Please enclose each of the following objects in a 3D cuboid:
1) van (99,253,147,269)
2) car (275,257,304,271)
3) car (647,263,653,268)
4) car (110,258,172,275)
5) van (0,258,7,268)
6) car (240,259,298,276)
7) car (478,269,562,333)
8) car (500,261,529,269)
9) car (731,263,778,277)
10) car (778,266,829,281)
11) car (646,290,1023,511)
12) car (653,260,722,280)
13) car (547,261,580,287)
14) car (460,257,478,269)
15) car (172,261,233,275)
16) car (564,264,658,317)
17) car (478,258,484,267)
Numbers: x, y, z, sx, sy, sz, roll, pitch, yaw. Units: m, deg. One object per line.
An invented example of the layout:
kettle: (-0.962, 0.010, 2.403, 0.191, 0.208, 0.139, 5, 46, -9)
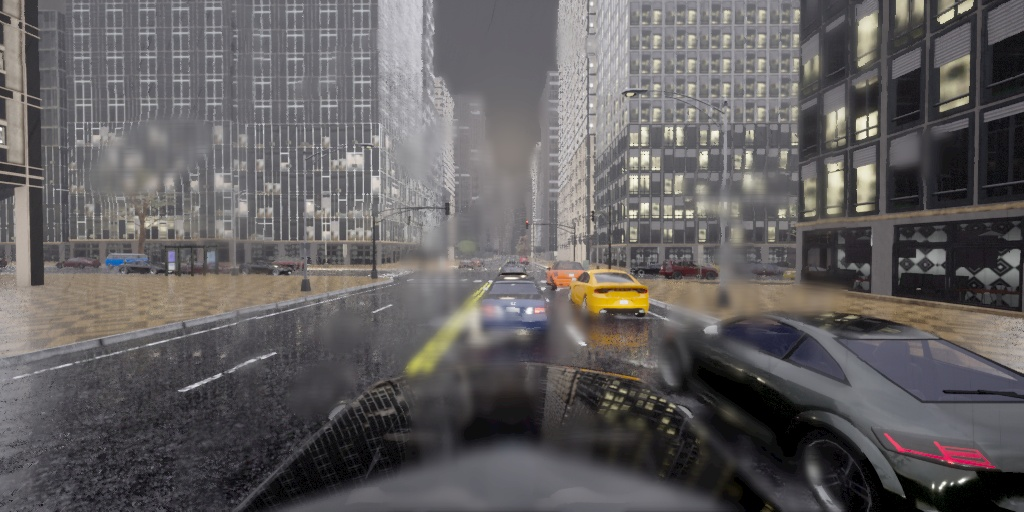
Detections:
van: (-45.375, 0.604, 42.214, 3.998, 1.789, 1.690, 0, 0, 1)
car: (-25.087, 0.841, 39.242, 4.553, 1.767, 2.097, 0, 1, 1)
car: (15.189, 1.452, 38.646, 4.718, 1.301, 1.895, 1, 1, 1)
car: (-34.165, 1.068, 33.578, 4.313, 1.339, 1.948, 0, 0, 1)
van: (-51.210, 0.686, 33.939, 3.998, 1.789, 1.690, 0, 0, 1)
car: (-22.800, 1.173, 33.296, 4.313, 1.339, 1.948, 0, 0, 1)
car: (0.081, 1.294, 10.735, 2.033, 1.411, 5.357, 0, 0, 1)
car: (0.060, 1.232, 20.488, 2.128, 1.511, 4.902, 0, 0, 0)
car: (26.630, 1.499, 38.470, 5.357, 1.411, 2.033, 0, 1, 1)
car: (27.575, 1.578, 32.681, 4.829, 1.417, 1.751, 0, 0, 1)
car: (3.339, 1.313, 4.057, 1.994, 1.385, 4.181, 0, 0, 0)
car: (16.126, 1.268, 32.853, 5.009, 1.841, 2.192, 0, 0, 1)
car: (3.305, 1.092, 22.147, 2.097, 1.767, 4.553, 0, 0, 0)
car: (-6.706, 1.277, 54.258, 1.994, 1.385, 4.181, 0, 0, 0)
car: (-28.484, 1.137, 33.417, 4.207, 1.307, 1.802, 0, 0, 1)
car: (3.325, 1.223, 13.142, 1.882, 1.535, 5.008, 0, 0, 0)
car: (-6.696, 1.054, 64.259, 2.097, 1.767, 4.553, 0, 0, 0)
